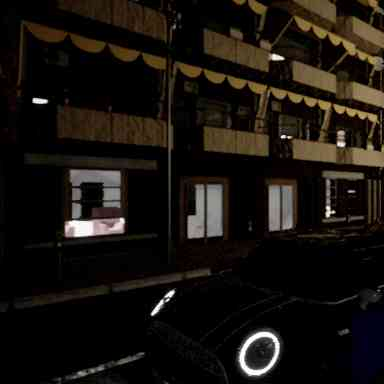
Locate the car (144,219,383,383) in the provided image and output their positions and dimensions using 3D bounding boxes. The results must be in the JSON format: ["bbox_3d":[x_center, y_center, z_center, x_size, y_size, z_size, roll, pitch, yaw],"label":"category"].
[{"bbox_3d":[1.639,1.371,4.545,4.553,1.767,2.097,0,0,-35],"label":"car"}]

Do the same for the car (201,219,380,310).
[{"bbox_3d":[2.689,1.560,8.476,4.829,1.417,1.752,0,-1,-35],"label":"car"}]
